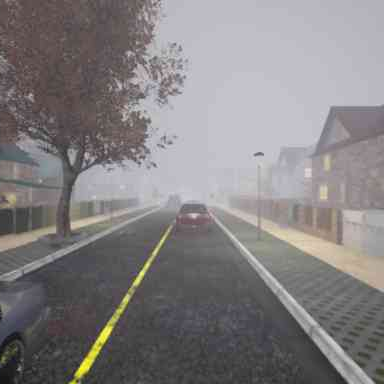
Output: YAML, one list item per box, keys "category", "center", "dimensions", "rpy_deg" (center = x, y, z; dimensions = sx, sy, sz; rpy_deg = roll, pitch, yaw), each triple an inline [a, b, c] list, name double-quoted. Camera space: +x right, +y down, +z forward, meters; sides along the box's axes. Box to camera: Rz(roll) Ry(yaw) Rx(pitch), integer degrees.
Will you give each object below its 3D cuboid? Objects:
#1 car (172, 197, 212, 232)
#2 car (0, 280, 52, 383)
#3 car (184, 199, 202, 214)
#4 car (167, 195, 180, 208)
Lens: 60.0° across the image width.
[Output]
- category: "car"
  center: [0.097, 1.389, 20.391]
  dimensions: [2.097, 1.767, 4.553]
  rpy_deg: [0, 0, 0]
- category: "car"
  center: [-2.851, 1.550, 2.293]
  dimensions: [2.033, 1.411, 5.357]
  rpy_deg: [0, 0, 0]
- category: "car"
  center: [0.098, 1.625, 37.461]
  dimensions: [1.837, 1.490, 4.892]
  rpy_deg: [0, 0, 0]
- category: "car"
  center: [-2.759, 1.442, 52.634]
  dimensions: [2.150, 2.045, 5.566]
  rpy_deg: [0, -1, 0]
